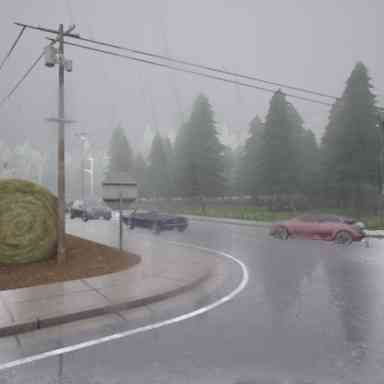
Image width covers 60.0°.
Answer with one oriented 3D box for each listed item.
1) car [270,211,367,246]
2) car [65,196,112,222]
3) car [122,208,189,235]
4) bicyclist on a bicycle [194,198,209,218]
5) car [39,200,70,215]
[{"bbox_3d":[5.802,1.593,15.530,4.181,1.385,1.994,0,0,36],"label":"car"},{"bbox_3d":[-8.347,1.384,27.223,2.097,1.767,4.553,0,0,-38],"label":"car"},{"bbox_3d":[-2.225,1.632,19.475,1.895,1.301,4.718,0,0,-38],"label":"car"},{"bbox_3d":[0.795,1.329,27.722,1.656,1.620,0.582,0,0,-38],"label":"bicyclist on a bicycle"},{"bbox_3d":[-14.490,1.596,35.019,1.994,1.385,4.181,0,0,-38],"label":"car"}]
